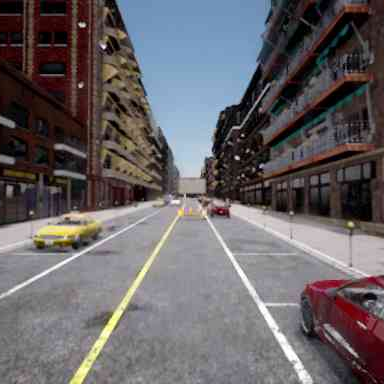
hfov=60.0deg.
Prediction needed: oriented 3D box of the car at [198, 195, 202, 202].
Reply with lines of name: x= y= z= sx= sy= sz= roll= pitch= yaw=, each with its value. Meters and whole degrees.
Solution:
car: x=2.585 y=1.785 z=59.094 sx=2.008 sy=1.369 sz=4.403 roll=1 pitch=0 yaw=0

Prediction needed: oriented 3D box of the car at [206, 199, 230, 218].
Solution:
car: x=2.586 y=1.646 z=31.440 sx=1.887 sy=1.381 sz=4.507 roll=1 pitch=0 yaw=0

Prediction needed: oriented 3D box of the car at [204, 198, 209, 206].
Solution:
car: x=2.586 y=1.651 z=37.143 sx=1.752 sy=1.417 sz=4.829 roll=1 pitch=0 yaw=0

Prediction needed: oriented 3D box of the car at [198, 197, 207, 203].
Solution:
car: x=2.586 y=1.912 z=81.216 sx=1.887 sy=1.381 sz=4.507 roll=1 pitch=0 yaw=0

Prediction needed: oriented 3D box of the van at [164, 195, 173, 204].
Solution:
van: x=-5.290 y=1.672 z=75.749 sx=1.690 sy=1.788 sz=3.998 roll=1 pitch=0 yaw=0

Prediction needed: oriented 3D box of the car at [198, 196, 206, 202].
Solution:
car: x=2.595 y=1.845 z=86.748 sx=1.967 sy=1.590 sz=4.097 roll=1 pitch=0 yaw=0

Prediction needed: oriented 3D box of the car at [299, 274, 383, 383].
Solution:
car: x=2.585 y=1.592 z=3.791 sx=1.802 sy=1.307 sz=4.206 roll=1 pitch=0 yaw=0

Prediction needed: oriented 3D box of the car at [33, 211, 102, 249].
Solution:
car: x=-5.293 y=1.566 z=14.749 sx=1.752 sy=1.417 sz=4.829 roll=2 pitch=0 yaw=0

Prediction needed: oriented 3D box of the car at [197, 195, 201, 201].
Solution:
car: x=2.586 y=1.876 z=75.686 sx=1.887 sy=1.381 sz=4.507 roll=1 pitch=0 yaw=0

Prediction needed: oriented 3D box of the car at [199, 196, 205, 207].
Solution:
car: x=2.585 y=1.750 z=53.562 sx=1.887 sy=1.381 sz=4.507 roll=1 pitch=0 yaw=0

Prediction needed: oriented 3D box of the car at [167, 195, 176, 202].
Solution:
car: x=-5.289 y=1.720 z=86.809 sx=2.192 sy=1.841 sz=5.009 roll=1 pitch=0 yaw=0

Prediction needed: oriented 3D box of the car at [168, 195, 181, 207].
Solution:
car: x=-2.809 y=1.749 z=57.189 sx=1.812 sy=1.442 sz=4.674 roll=0 pitch=0 yaw=0

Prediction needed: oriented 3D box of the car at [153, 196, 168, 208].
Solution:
car: x=-5.294 y=1.730 z=53.456 sx=1.752 sy=1.417 sz=4.829 roll=2 pitch=0 yaw=0

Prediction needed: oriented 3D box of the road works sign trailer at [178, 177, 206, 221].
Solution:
road works sign trailer: x=0.000 y=0.551 z=28.110 sx=2.380 sy=3.560 sz=2.880 roll=0 pitch=0 yaw=0

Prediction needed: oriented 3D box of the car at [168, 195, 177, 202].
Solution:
car: x=-5.289 y=1.759 z=92.339 sx=2.192 sy=1.841 sz=5.009 roll=1 pitch=0 yaw=0

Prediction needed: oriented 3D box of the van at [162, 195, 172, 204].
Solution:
van: x=-5.289 y=1.637 z=70.217 sx=1.690 sy=1.788 sz=3.998 roll=2 pitch=0 yaw=0
